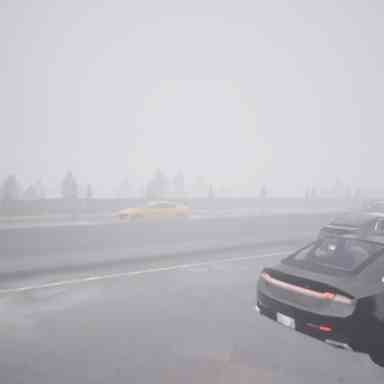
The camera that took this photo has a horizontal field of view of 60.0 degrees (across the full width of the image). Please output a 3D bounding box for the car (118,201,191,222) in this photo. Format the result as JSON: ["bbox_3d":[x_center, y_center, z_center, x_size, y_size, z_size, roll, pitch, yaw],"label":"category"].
[{"bbox_3d":[-2.493,1.391,22.722,5.008,1.535,1.882,0,0,-28],"label":"car"}]

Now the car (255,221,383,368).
[{"bbox_3d":[3.294,1.483,5.665,4.902,1.511,2.128,0,0,-32],"label":"car"}]

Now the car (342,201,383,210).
[{"bbox_3d":[14.203,1.455,26.530,4.902,1.511,2.128,0,0,-19],"label":"car"}]

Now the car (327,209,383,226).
[{"bbox_3d":[6.508,1.489,11.468,4.892,1.490,1.837,0,0,-28],"label":"car"}]
